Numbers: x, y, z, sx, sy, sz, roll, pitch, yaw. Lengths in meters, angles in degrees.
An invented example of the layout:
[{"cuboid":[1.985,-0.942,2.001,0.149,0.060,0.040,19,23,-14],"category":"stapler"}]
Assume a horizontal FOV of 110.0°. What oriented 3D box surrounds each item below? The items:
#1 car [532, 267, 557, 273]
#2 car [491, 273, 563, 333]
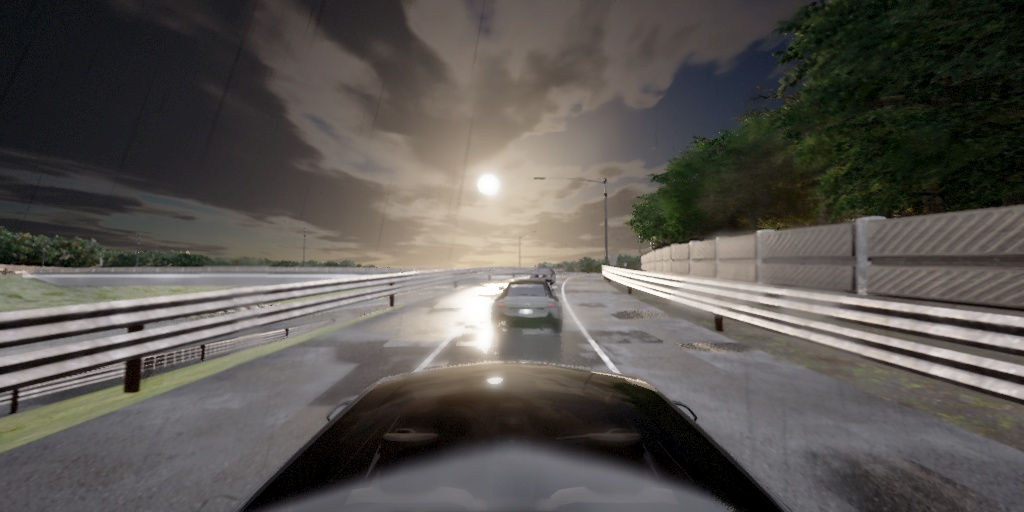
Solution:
[{"cuboid":[2.550,1.575,28.848,2.033,1.411,5.357,-1,-1,10],"category":"car"},{"cuboid":[0.495,1.413,11.222,1.994,1.385,4.181,0,0,4],"category":"car"}]
